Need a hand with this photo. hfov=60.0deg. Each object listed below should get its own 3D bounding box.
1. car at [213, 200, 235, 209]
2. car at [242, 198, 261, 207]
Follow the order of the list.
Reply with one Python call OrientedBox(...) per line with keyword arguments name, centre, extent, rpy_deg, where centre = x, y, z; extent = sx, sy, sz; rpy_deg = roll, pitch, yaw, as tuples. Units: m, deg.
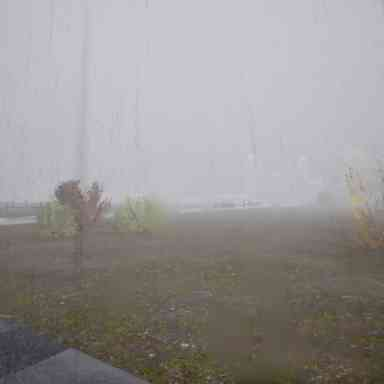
OrientedBox(name="car", centre=(5.330, 2.014, 54.870), extent=(2.128, 1.511, 4.902), rpy_deg=(-1, -1, 36))
OrientedBox(name="car", centre=(11.312, 1.989, 63.291), extent=(2.097, 1.767, 4.553), rpy_deg=(-1, -1, 36))
